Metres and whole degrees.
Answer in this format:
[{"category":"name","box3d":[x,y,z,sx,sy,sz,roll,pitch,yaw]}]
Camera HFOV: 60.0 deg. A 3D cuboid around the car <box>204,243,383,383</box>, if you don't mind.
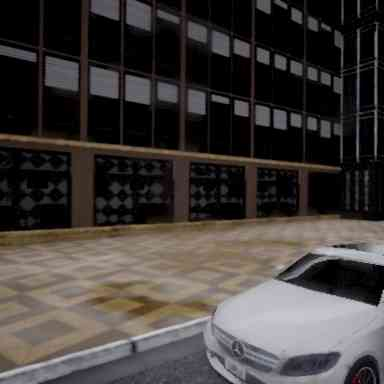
[{"category":"car","box3d":[2.336,1.527,4.735,4.674,1.442,1.812,0,0,-35]}]
